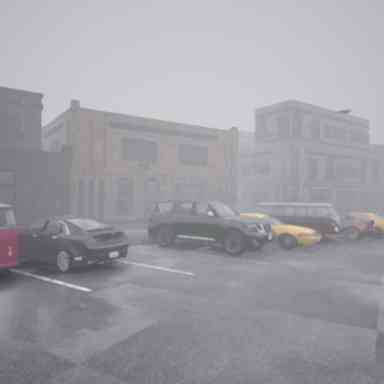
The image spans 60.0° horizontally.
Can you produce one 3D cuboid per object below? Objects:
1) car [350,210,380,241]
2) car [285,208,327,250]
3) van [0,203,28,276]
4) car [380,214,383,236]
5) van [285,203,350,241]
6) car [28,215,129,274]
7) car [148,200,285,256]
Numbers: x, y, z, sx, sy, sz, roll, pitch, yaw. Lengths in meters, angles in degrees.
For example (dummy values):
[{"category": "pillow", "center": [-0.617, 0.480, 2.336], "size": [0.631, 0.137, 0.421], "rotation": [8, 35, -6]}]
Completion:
[{"category": "car", "center": [7.802, 1.877, 19.097], "size": [4.792, 1.488, 2.163], "rotation": [0, -2, 35]}, {"category": "car", "center": [3.183, 1.682, 15.601], "size": [5.366, 1.575, 1.946], "rotation": [0, -2, 35]}, {"category": "van", "center": [-6.636, 1.246, 9.000], "size": [4.442, 1.987, 1.878], "rotation": [-1, 0, 35]}, {"category": "car", "center": [10.076, 1.926, 20.876], "size": [5.366, 1.575, 1.946], "rotation": [0, -2, 35]}, {"category": "van", "center": [5.532, 1.541, 17.339], "size": [4.442, 1.987, 1.878], "rotation": [0, -2, 35]}, {"category": "car", "center": [-4.151, 1.496, 10.617], "size": [4.892, 1.521, 2.231], "rotation": [-1, -1, 35]}, {"category": "car", "center": [0.659, 1.356, 14.005], "size": [5.566, 2.045, 2.435], "rotation": [0, -2, 35]}]
